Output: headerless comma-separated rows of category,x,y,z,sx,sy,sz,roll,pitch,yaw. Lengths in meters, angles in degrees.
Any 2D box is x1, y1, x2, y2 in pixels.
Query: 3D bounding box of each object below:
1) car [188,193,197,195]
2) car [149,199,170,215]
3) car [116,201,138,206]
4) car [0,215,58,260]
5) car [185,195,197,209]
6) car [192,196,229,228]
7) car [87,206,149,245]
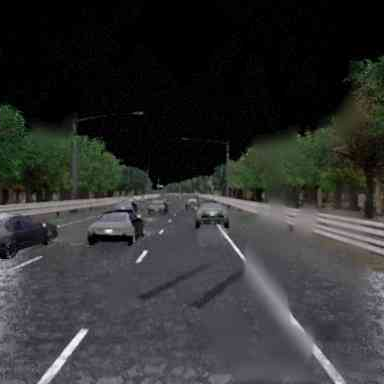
car,0.026,1.252,61.313,2.150,2.045,5.566,0,0,0
car,-3.385,1.507,34.332,2.128,1.511,4.902,0,0,0
car,-6.885,1.580,35.132,1.994,1.385,4.181,0,0,0
car,-6.894,1.553,12.396,2.033,1.411,5.357,0,0,0
car,0.067,1.547,45.747,1.812,1.442,4.674,0,0,0
car,1.234,1.362,22.210,2.097,1.767,4.553,0,0,0
car,-3.394,1.571,15.582,1.994,1.385,4.181,0,0,0
